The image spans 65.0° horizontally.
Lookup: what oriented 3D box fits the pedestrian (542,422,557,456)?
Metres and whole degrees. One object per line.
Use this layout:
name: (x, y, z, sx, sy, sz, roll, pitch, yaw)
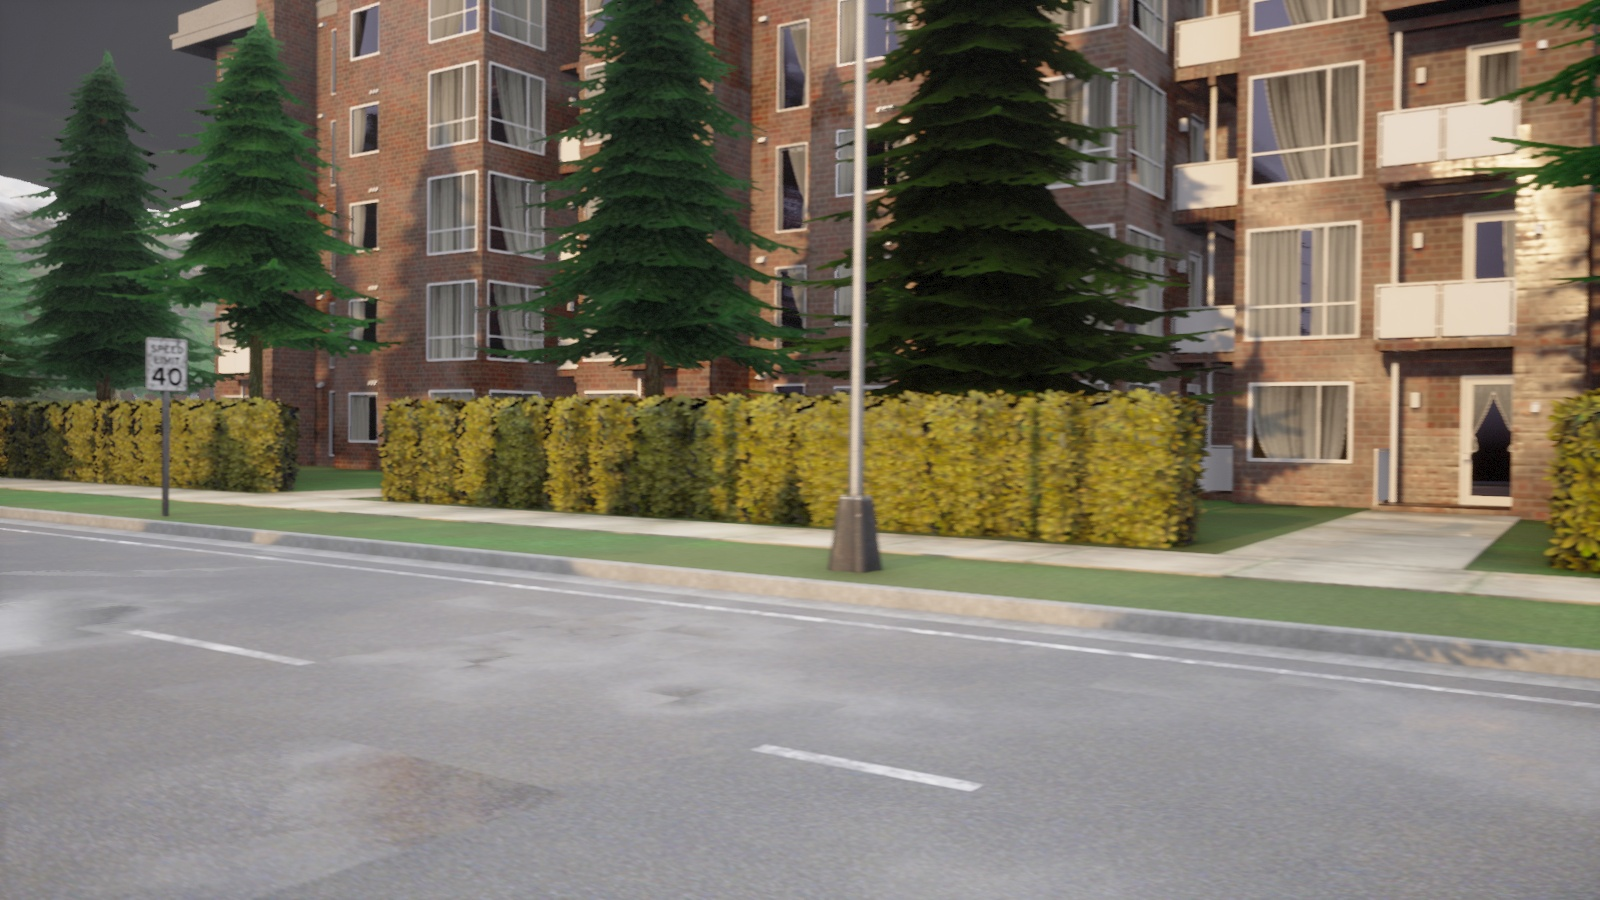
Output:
pedestrian: (-14.657, -0.638, 73.418, 0.423, 1.949, 0.788, 0, 1, 35)
